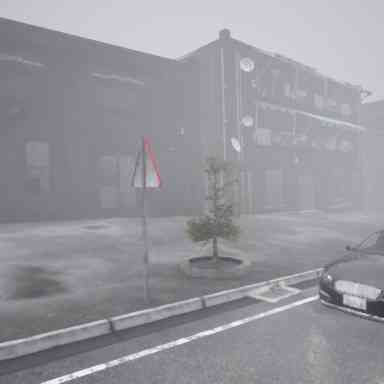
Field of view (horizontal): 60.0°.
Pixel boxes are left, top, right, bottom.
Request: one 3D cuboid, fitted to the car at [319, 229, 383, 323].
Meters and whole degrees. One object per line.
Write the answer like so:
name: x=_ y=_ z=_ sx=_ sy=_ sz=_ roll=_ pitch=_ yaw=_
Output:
car: x=4.546 y=1.529 z=6.873 sx=4.902 sy=1.511 sz=2.128 roll=1 pitch=-1 yaw=-38
